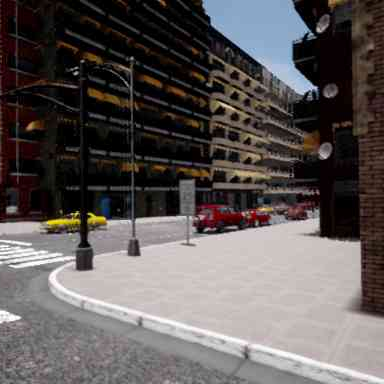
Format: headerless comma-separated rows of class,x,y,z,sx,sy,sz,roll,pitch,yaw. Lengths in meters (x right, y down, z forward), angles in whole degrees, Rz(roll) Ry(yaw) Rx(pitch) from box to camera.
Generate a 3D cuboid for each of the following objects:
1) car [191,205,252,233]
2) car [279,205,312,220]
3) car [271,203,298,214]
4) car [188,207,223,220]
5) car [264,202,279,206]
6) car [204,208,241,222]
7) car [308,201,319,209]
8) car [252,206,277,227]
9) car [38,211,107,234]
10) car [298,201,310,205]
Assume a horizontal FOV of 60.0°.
car,1.962,1.841,23.488,2.192,1.841,5.009,-2,-2,35
car,11.711,2.415,37.398,1.802,1.307,4.206,-2,-2,35
car,13.818,2.734,50.249,2.033,1.411,5.357,-1,-2,35
car,1.589,2.385,37.495,1.887,1.381,4.507,-2,-2,35
car,11.235,2.668,51.275,1.752,1.417,4.829,-2,-2,35
car,3.335,2.394,35.444,1.895,1.301,4.718,-1,-2,35
car,24.322,2.864,69.979,2.192,1.841,5.009,-2,-2,35
car,5.214,2.173,28.120,1.887,1.381,4.507,-2,-2,35
car,-8.254,2.053,23.437,1.752,1.417,4.829,-2,-2,35
car,21.078,2.994,65.333,1.887,1.381,4.507,-2,-2,35
